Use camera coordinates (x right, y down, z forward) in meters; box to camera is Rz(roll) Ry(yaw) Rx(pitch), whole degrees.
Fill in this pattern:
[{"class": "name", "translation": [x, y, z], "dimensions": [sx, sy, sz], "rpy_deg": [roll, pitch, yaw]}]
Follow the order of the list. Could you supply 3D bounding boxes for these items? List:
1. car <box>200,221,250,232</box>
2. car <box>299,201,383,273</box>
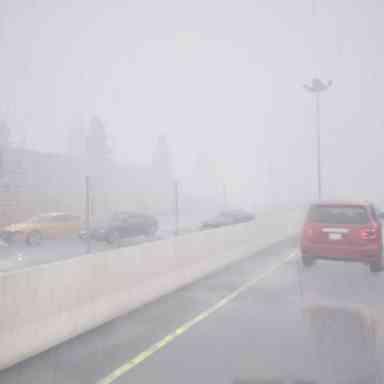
[{"class": "car", "translation": [2.365, 1.791, 20.805], "dimensions": [2.033, 1.411, 5.357], "rpy_deg": [-1, -1, 30]}, {"class": "car", "translation": [5.197, 1.300, 11.295], "dimensions": [2.150, 2.045, 5.566], "rpy_deg": [-1, -1, 30]}]
